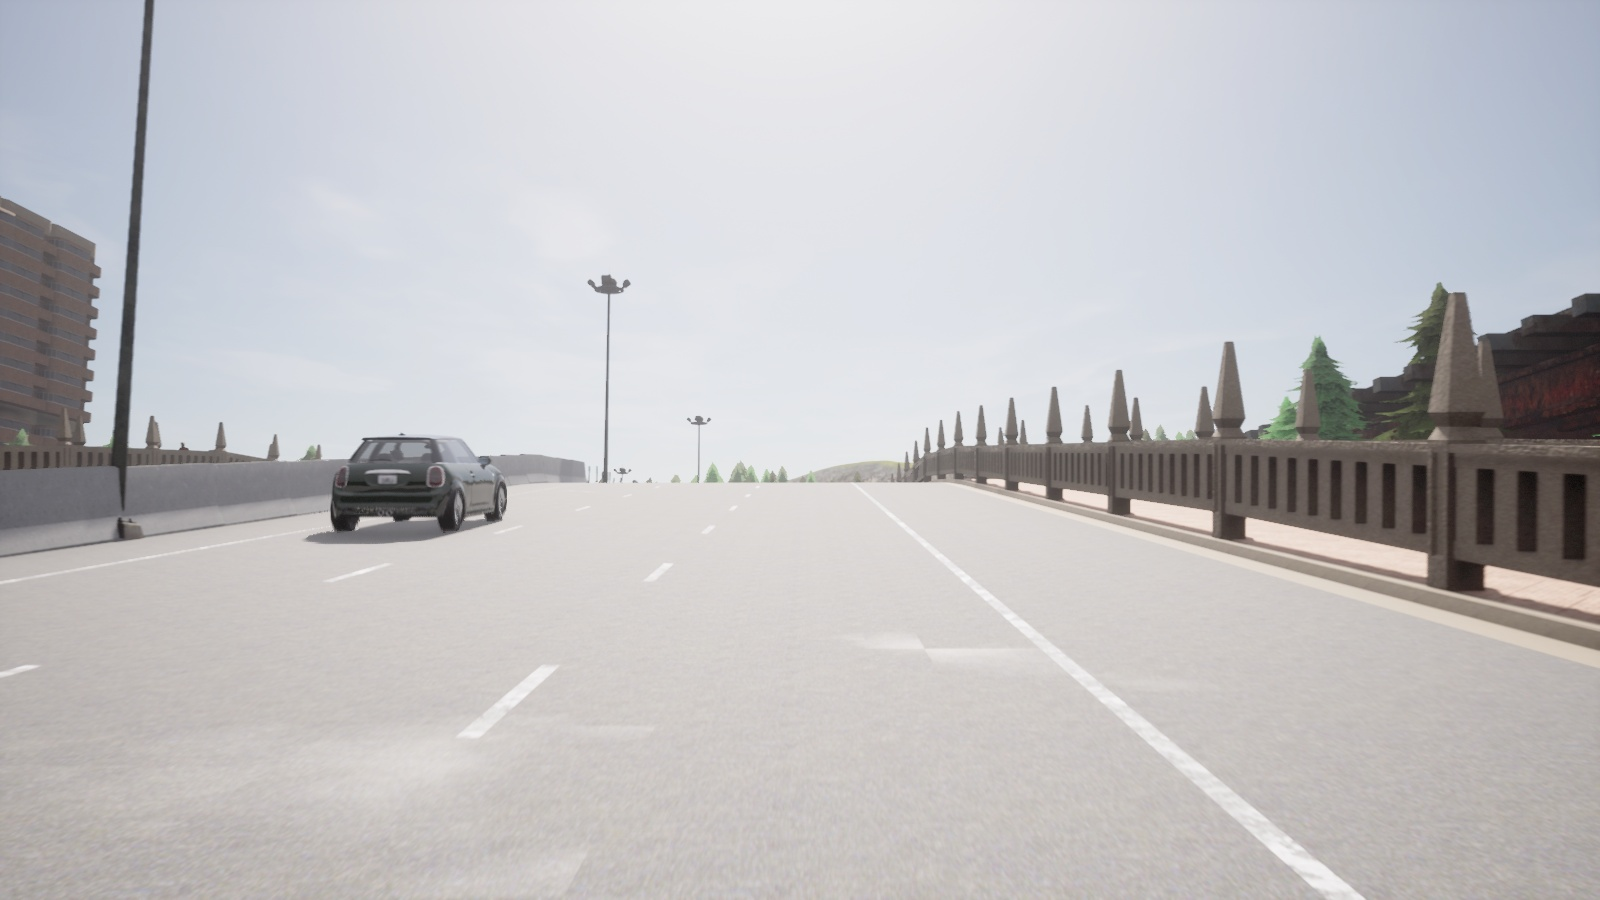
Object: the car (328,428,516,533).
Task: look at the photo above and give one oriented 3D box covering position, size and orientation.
[{"bbox_3d":[-6.850,0.503,23.318,2.097,1.767,4.553,0,0,0],"label":"car"}]
